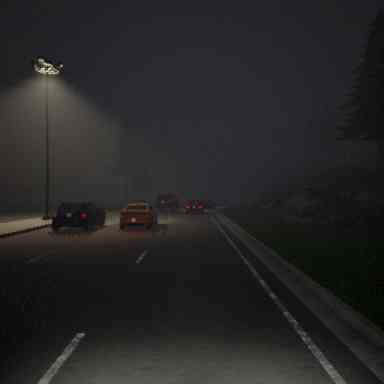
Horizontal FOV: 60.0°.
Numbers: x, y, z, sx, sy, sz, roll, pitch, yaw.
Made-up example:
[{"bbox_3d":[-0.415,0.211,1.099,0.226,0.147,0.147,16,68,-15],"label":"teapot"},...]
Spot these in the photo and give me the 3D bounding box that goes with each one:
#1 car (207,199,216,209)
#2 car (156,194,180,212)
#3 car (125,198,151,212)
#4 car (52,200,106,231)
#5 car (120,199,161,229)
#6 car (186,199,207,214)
[{"bbox_3d":[1.926,1.564,44.439,1.994,1.385,4.181,0,0,14],"label":"car"},{"bbox_3d":[-2.830,1.220,38.990,2.150,2.045,5.566,0,0,7],"label":"car"},{"bbox_3d":[-6.286,1.526,39.209,1.812,1.442,4.674,0,0,6],"label":"car"},{"bbox_3d":[-6.900,1.352,20.780,2.097,1.767,4.553,0,0,0],"label":"car"},{"bbox_3d":[-3.399,1.477,21.780,1.882,1.535,5.008,0,0,0],"label":"car"},{"bbox_3d":[0.334,1.547,35.218,2.033,1.411,5.357,0,0,3],"label":"car"}]
